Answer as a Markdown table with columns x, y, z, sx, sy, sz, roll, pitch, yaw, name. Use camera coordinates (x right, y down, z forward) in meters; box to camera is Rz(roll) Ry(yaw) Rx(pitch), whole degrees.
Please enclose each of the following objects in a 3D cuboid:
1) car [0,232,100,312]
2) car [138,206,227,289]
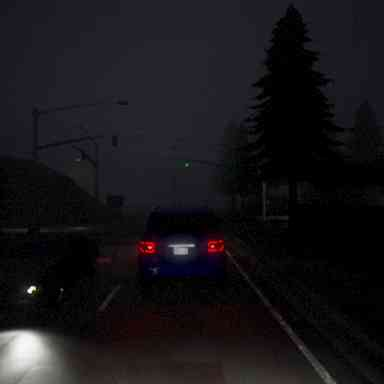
| x | y | z | sx | sy | sz | roll | pitch | yaw | name |
| --- | --- | --- | --- | --- | --- | --- | --- | --- | --- |
| -3.821 | 1.798 | 8.706 | 2.033 | 1.411 | 5.357 | -2 | -1 | -3 | car |
| -0.239 | 1.427 | 10.068 | 2.150 | 2.045 | 5.566 | -1 | 0 | 0 | car |
